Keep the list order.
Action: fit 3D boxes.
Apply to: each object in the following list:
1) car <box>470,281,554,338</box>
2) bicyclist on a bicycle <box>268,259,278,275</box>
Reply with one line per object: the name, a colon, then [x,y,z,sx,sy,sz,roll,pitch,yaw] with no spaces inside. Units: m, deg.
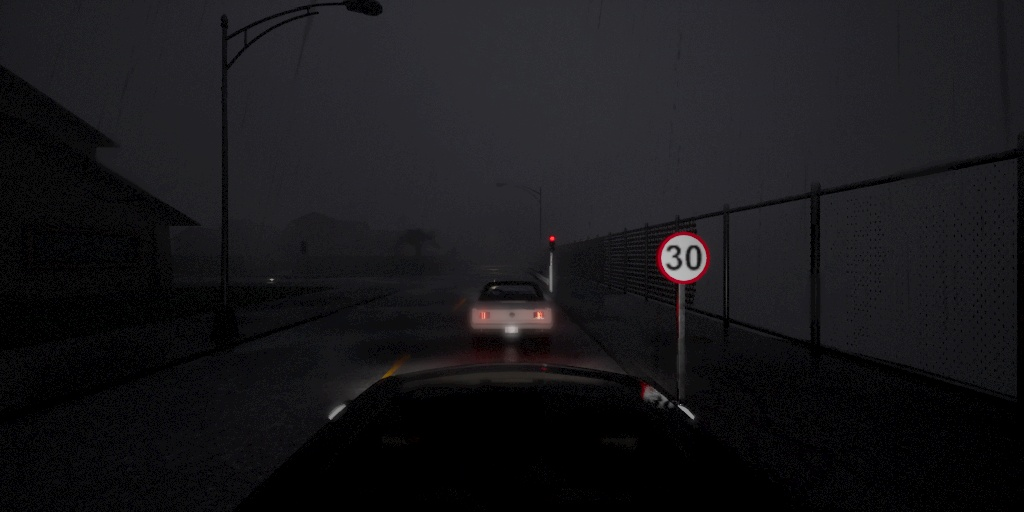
car: [-0.002,1.351,10.186,1.895,1.301,4.718,0,0,0]
bicyclist on a bicycle: [-24.322,1.099,36.495,0.582,1.620,1.656,0,0,0]
